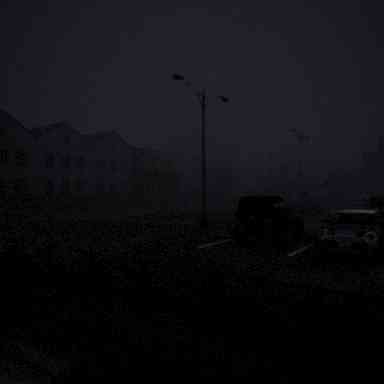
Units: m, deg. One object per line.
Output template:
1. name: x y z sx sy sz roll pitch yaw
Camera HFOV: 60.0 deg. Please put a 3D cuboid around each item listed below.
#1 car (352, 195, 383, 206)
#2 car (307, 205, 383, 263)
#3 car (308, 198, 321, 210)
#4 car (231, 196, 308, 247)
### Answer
1. car: 10.352 1.103 18.179 1.932 1.855 4.605 0 0 35
2. car: 5.504 1.366 11.223 1.970 1.475 3.806 0 0 35
3. car: 10.438 1.317 30.361 2.007 1.523 4.514 0 0 35
4. car: 3.136 1.088 13.636 1.905 1.878 3.866 0 0 35
